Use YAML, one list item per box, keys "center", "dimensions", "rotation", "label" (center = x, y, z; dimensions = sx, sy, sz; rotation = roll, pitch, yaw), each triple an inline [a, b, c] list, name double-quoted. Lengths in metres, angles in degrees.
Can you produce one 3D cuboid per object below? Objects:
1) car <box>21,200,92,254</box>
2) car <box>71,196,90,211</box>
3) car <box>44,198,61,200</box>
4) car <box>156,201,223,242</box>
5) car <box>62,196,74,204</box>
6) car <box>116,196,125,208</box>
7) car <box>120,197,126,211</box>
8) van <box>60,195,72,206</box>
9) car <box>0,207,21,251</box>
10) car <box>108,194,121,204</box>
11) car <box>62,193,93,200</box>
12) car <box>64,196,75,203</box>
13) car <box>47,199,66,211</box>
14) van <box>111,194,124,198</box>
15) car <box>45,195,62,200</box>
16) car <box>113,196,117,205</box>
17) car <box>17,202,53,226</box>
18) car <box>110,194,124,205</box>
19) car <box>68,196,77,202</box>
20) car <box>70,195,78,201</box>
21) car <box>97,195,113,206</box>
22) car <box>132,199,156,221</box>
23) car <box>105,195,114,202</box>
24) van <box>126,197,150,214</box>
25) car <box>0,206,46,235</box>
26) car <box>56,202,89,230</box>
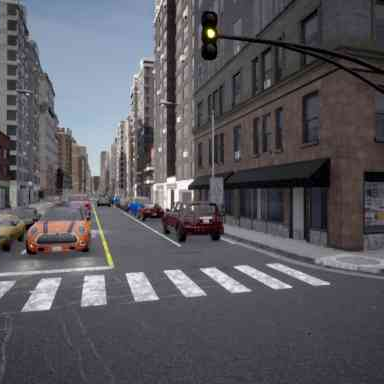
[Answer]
- center: [-5.253, 1.373, 13.628]
  dimensions: [2.097, 1.767, 4.553]
  rotation: [0, 0, -16]
  label: "car"
- center: [-13.698, 1.371, 41.227]
  dimensions: [2.097, 1.767, 4.553]
  rotation: [0, 0, -17]
  label: "car"
- center: [-13.235, 1.544, 30.167]
  dimensions: [1.752, 1.417, 4.829]
  rotation: [0, 0, -17]
  label: "car"
- center: [-0.096, 1.341, 16.637]
  dimensions: [2.192, 1.841, 5.009]
  rotation: [0, 0, -17]
  label: "car"
- center: [-23.366, 1.552, 62.727]
  dimensions: [1.887, 1.381, 4.507]
  rotation: [0, 0, -17]
  label: "car"
- center: [-8.550, 1.549, 43.805]
  dimensions: [1.752, 1.417, 4.829]
  rotation: [0, 0, -17]
  label: "car"
- center: [-6.819, 1.607, 38.241]
  dimensions: [1.802, 1.307, 4.206]
  rotation: [0, 0, -17]
  label: "car"
- center: [-21.685, 1.351, 57.328]
  dimensions: [1.690, 1.788, 3.998]
  rotation: [0, 0, -17]
  label: "van"
- center: [-8.196, 1.544, 13.968]
  dimensions: [1.752, 1.417, 4.829]
  rotation: [0, 0, -17]
  label: "car"
- center: [-15.221, 1.330, 65.248]
  dimensions: [2.192, 1.841, 5.009]
  rotation: [0, 0, -17]
  label: "car"
- center: [-10.818, 1.242, 31.819]
  dimensions: [2.150, 2.045, 5.566]
  rotation: [0, 0, -16]
  label: "car"
- center: [-25.046, 1.590, 68.126]
  dimensions: [1.802, 1.307, 4.206]
  rotation: [0, 0, -17]
  label: "car"
- center: [-16.646, 1.598, 41.128]
  dimensions: [1.802, 1.307, 4.206]
  rotation: [0, 0, -17]
  label: "car"
- center: [-11.860, 1.361, 54.445]
  dimensions: [1.690, 1.788, 3.998]
  rotation: [0, 0, -17]
  label: "van"
- center: [-14.966, 1.332, 35.729]
  dimensions: [2.192, 1.841, 5.009]
  rotation: [0, 0, -17]
  label: "car"
- center: [-10.180, 1.604, 49.045]
  dimensions: [1.802, 1.307, 4.206]
  rotation: [0, 0, -17]
  label: "car"
- center: [-11.555, 1.544, 24.767]
  dimensions: [1.752, 1.417, 4.829]
  rotation: [0, 0, -17]
  label: "car"
- center: [-13.540, 1.332, 59.847]
  dimensions: [2.192, 1.841, 5.009]
  rotation: [0, 0, -17]
  label: "car"
- center: [-28.406, 1.609, 78.921]
  dimensions: [1.802, 1.307, 4.206]
  rotation: [0, 0, -17]
  label: "car"
- center: [-31.767, 1.493, 89.721]
  dimensions: [1.967, 1.590, 4.097]
  rotation: [0, 0, -17]
  label: "car"
- center: [-14.272, 1.581, 53.549]
  dimensions: [1.994, 1.385, 4.181]
  rotation: [0, 0, -17]
  label: "car"
- center: [-3.458, 1.571, 27.439]
  dimensions: [1.887, 1.381, 4.507]
  rotation: [0, 0, -17]
  label: "car"
- center: [-20.264, 1.475, 81.447]
  dimensions: [1.967, 1.590, 4.097]
  rotation: [0, 0, -17]
  label: "car"
- center: [-5.138, 1.367, 32.841]
  dimensions: [1.690, 1.788, 3.998]
  rotation: [0, 0, -17]
  label: "van"
- center: [-9.926, 1.585, 19.530]
  dimensions: [1.947, 1.339, 4.313]
  rotation: [0, 0, -17]
  label: "car"
- center: [-7.919, 1.526, 22.398]
  dimensions: [1.837, 1.490, 4.892]
  rotation: [0, 0, -17]
  label: "car"
